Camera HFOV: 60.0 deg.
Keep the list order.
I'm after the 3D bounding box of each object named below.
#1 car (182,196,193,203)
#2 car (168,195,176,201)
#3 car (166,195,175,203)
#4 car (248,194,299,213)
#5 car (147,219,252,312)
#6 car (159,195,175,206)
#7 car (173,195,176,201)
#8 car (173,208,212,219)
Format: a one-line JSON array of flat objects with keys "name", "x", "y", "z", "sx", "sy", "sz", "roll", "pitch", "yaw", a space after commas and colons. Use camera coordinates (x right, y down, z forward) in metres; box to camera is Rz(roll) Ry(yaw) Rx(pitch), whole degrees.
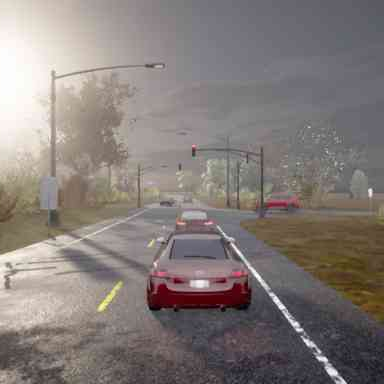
[{"name": "car", "x": -0.927, "y": 1.489, "z": 70.129, "sx": 2.128, "sy": 1.511, "sz": 4.902, "roll": 0, "pitch": 0, "yaw": -2}, {"name": "car", "x": -4.969, "y": 1.476, "z": 83.162, "sx": 1.882, "sy": 1.535, "sz": 5.008, "roll": 0, "pitch": 0, "yaw": -2}, {"name": "car", "x": -4.607, "y": 1.475, "z": 72.715, "sx": 1.882, "sy": 1.535, "sz": 5.008, "roll": 0, "pitch": 0, "yaw": -2}, {"name": "car", "x": 8.925, "y": 1.227, "z": 36.352, "sx": 5.566, "sy": 2.045, "sz": 2.150, "roll": 0, "pitch": 0, "yaw": -10}, {"name": "car", "x": 0.099, "y": 1.563, "z": 7.784, "sx": 1.994, "sy": 1.385, "sz": 4.181, "roll": 0, "pitch": 0, "yaw": -1}, {"name": "car", "x": -4.158, "y": 1.598, "z": 53.151, "sx": 1.895, "sy": 1.301, "sz": 4.718, "roll": 0, "pitch": 0, "yaw": -1}, {"name": "car", "x": -4.366, "y": 1.561, "z": 62.340, "sx": 1.994, "sy": 1.385, "sz": 4.181, "roll": 0, "pitch": 0, "yaw": -1}, {"name": "car", "x": 0.061, "y": 1.524, "z": 16.544, "sx": 1.812, "sy": 1.442, "sz": 4.674, "roll": 0, "pitch": 0, "yaw": -2}]
